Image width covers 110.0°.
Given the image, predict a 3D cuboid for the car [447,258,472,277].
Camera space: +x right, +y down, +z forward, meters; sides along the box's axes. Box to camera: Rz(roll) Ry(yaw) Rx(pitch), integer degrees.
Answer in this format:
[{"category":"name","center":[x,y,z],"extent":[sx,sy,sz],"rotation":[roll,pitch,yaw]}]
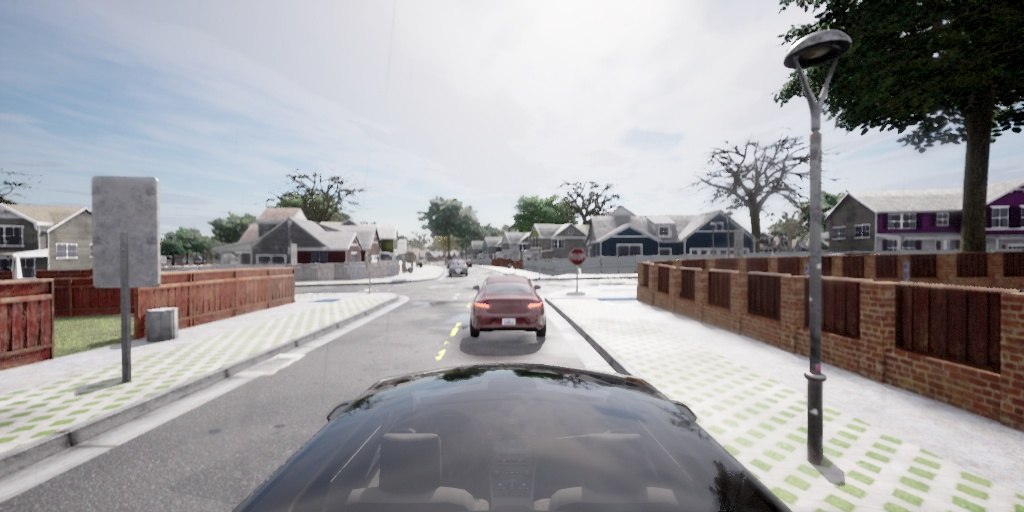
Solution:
[{"category":"car","center":[-5.356,1.249,36.022],"extent":[2.128,1.511,4.902],"rotation":[0,0,-8]}]

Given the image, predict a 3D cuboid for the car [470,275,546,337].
[{"category":"car","center":[-0.133,1.256,10.064],"extent":[1.812,1.442,4.674],"rotation":[0,0,-2]}]

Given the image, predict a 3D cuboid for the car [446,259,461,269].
[{"category":"car","center":[-10.019,1.339,61.008],"extent":[2.128,1.511,4.902],"rotation":[0,0,-13]}]

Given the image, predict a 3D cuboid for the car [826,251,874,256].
[{"category":"car","center":[21.625,0.546,23.774],"extent":[4.553,1.767,2.097],"rotation":[-1,1,7]}]
